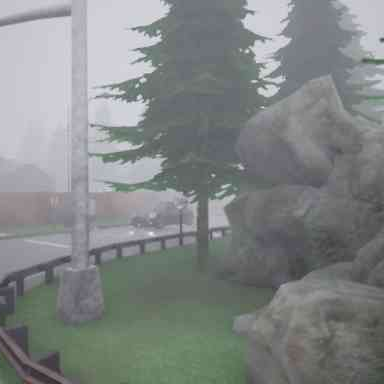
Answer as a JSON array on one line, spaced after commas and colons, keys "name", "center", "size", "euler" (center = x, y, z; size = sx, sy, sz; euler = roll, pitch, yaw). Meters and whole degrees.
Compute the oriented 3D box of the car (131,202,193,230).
[{"name": "car", "center": [-1.926, 1.445, 22.248], "size": [2.097, 1.767, 4.553], "euler": [-1, 0, 36]}]
